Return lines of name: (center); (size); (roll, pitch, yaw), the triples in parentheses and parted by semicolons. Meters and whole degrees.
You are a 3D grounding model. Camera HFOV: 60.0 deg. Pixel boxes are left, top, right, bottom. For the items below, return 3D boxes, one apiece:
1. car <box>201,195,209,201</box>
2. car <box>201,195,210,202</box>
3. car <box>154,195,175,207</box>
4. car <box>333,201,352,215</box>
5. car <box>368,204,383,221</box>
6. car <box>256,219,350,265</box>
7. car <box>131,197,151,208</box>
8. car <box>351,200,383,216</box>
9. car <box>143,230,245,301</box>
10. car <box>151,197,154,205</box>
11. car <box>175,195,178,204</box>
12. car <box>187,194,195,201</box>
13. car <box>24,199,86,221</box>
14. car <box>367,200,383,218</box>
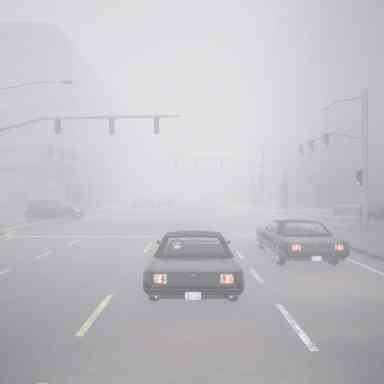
car: (3.343, 1.553, 87.383); (1.994, 1.385, 4.181); (0, 0, 1)
car: (3.248, 1.595, 77.408); (1.895, 1.301, 4.718); (0, 0, 1)
car: (-4.065, 1.547, 50.263); (2.033, 1.411, 5.357); (0, 0, 0)
car: (17.189, 1.533, 34.278); (5.008, 1.535, 1.882); (0, 0, 0)
car: (3.593, 1.221, 1.903); (2.150, 2.045, 5.566); (0, 0, 0)
car: (3.542, 1.601, 11.655); (1.895, 1.301, 4.718); (0, 0, 0)
car: (-7.547, 1.505, 47.854); (1.837, 1.490, 4.892); (0, 0, 0)
car: (15.951, 1.581, 27.078); (4.674, 1.442, 1.812); (0, 0, 0)
car: (0.038, 1.601, 8.267); (1.895, 1.301, 4.718); (0, 0, 0)
car: (-7.516, 1.547, 58.421); (2.033, 1.411, 5.357); (0, 0, 0)
car: (-3.984, 1.505, 60.106); (1.837, 1.490, 4.892); (0, 0, 1)
car: (-0.159, 1.355, 87.252); (2.097, 1.767, 4.553); (0, 0, 1)
car: (-11.049, 1.387, 27.090); (4.553, 1.767, 2.097); (0, 0, 0)
car: (19.254, 1.547, 30.777); (4.902, 1.511, 2.128); (0, 0, 0)
